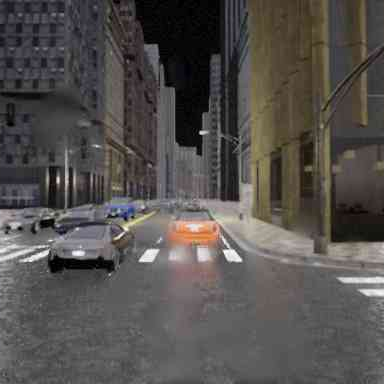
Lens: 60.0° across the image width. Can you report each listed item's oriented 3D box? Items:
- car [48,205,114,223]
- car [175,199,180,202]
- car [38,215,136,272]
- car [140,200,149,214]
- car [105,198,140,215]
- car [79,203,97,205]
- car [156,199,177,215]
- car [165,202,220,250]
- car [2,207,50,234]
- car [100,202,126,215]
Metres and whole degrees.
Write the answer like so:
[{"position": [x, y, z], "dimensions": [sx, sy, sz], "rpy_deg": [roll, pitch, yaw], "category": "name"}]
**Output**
[{"position": [-6.597, 1.770, 20.515], "dimensions": [2.033, 1.411, 5.357], "rpy_deg": [0, -1, 0], "category": "car"}, {"position": [-3.190, 1.932, 56.864], "dimensions": [2.097, 1.767, 4.553], "rpy_deg": [0, -1, 0], "category": "car"}, {"position": [-3.149, 1.691, 11.217], "dimensions": [1.994, 1.385, 4.181], "rpy_deg": [0, -1, 0], "category": "car"}, {"position": [-6.544, 1.777, 41.028], "dimensions": [2.097, 1.767, 4.553], "rpy_deg": [0, -1, 0], "category": "car"}, {"position": [-6.605, 1.546, 30.701], "dimensions": [2.150, 2.045, 5.566], "rpy_deg": [0, -1, 0], "category": "car"}, {"position": [-9.838, 1.829, 30.945], "dimensions": [1.837, 1.490, 4.892], "rpy_deg": [0, -1, 0], "category": "car"}, {"position": [-3.148, 1.911, 38.974], "dimensions": [1.837, 1.490, 4.892], "rpy_deg": [0, -1, 0], "category": "car"}, {"position": [0.102, 1.524, 15.334], "dimensions": [2.097, 1.767, 4.553], "rpy_deg": [0, -1, 0], "category": "car"}, {"position": [-9.854, 1.716, 20.823], "dimensions": [2.128, 1.511, 4.902], "rpy_deg": [0, -1, -1], "category": "car"}, {"position": [-9.778, 1.976, 41.604], "dimensions": [2.033, 1.411, 5.357], "rpy_deg": [0, -1, 1], "category": "car"}]
